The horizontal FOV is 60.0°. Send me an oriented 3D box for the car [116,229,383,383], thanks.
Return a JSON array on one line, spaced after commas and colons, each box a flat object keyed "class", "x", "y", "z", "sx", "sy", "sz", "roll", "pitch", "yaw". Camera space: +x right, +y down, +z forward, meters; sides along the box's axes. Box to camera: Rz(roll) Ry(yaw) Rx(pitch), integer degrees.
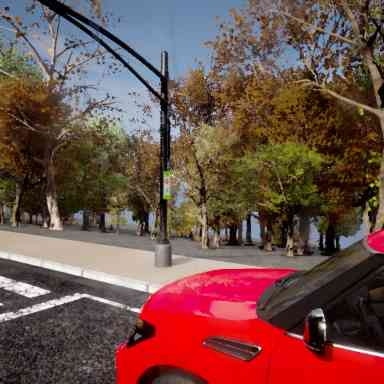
[{"class": "car", "x": 1.984, "y": 1.222, "z": 2.298, "sx": 5.566, "sy": 2.045, "sz": 2.150, "roll": 0, "pitch": 0, "yaw": 34}]
